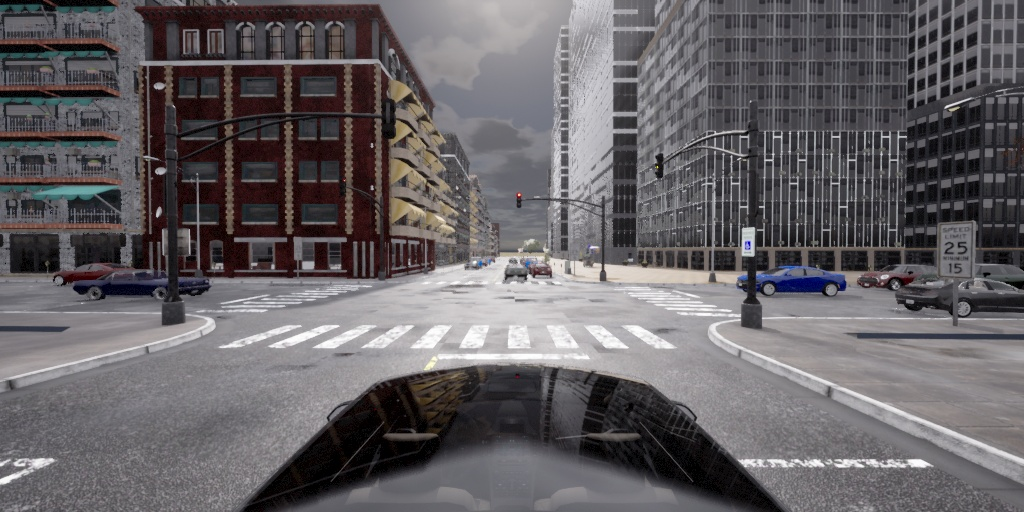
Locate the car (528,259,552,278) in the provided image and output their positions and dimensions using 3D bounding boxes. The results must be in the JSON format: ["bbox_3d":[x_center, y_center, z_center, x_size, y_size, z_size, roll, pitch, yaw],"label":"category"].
[{"bbox_3d":[2.732,1.270,33.431,1.888,1.381,4.507,0,0,0],"label":"car"}]

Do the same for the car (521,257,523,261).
[{"bbox_3d":[2.786,1.237,56.015,1.888,1.381,4.507,0,0,0],"label":"car"}]

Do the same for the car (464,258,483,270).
[{"bbox_3d":[-5.575,1.267,50.355,1.948,1.339,4.313,0,0,0],"label":"car"}]

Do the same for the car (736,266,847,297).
[{"bbox_3d":[14.687,1.269,19.036,5.008,1.535,1.882,0,1,2],"label":"car"}]

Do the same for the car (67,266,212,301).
[{"bbox_3d":[-16.640,1.298,16.335,4.718,1.301,1.895,0,1,1],"label":"car"}]

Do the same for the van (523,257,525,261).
[{"bbox_3d":[2.773,1.042,50.369,1.690,1.789,3.998,0,0,0],"label":"van"}]

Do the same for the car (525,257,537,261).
[{"bbox_3d":[2.746,1.157,39.077,1.967,1.591,4.097,0,0,0],"label":"car"}]

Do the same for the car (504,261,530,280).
[{"bbox_3d":[0.293,1.329,30.935,1.895,1.301,4.718,0,0,0],"label":"car"}]

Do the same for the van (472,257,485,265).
[{"bbox_3d":[-5.562,1.033,56.001,1.690,1.789,3.998,0,0,0],"label":"van"}]

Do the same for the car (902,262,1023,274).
[{"bbox_3d":[24.147,1.188,18.876,4.553,1.767,2.097,0,1,1],"label":"car"}]

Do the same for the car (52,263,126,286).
[{"bbox_3d":[-25.808,1.108,22.389,4.507,1.381,1.888,0,0,1],"label":"car"}]

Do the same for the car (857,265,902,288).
[{"bbox_3d":[23.421,1.229,21.622,4.097,1.591,1.967,0,0,1],"label":"car"}]

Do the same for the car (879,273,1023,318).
[{"bbox_3d":[16.742,1.445,13.091,4.403,1.370,2.007,0,0,1],"label":"car"}]
